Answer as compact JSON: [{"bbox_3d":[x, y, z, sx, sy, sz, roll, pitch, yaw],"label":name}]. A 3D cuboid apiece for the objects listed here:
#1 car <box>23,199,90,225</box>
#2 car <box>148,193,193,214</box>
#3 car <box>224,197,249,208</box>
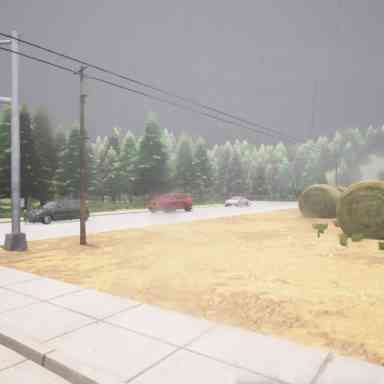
[{"bbox_3d":[-9.941,1.362,24.630,2.097,1.767,4.553,0,0,37],"label":"car"},{"bbox_3d":[-2.146,1.163,35.098,2.150,2.045,5.566,0,0,37],"label":"car"},{"bbox_3d":[6.262,1.390,46.318,1.812,1.442,4.674,0,0,37],"label":"car"}]
